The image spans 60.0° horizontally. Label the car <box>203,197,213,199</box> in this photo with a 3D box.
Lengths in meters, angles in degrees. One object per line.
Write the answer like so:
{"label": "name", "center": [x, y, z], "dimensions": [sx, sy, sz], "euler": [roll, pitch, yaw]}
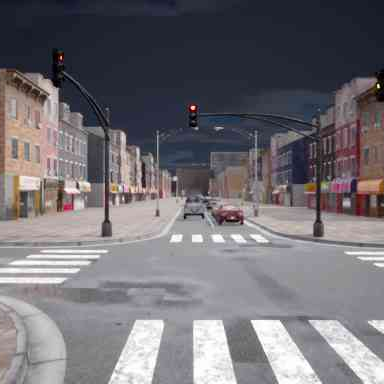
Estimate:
{"label": "car", "center": [2.696, 1.615, 41.146], "dimensions": [1.947, 1.339, 4.313], "euler": [0, 0, 0]}

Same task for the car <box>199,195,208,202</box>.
{"label": "car", "center": [2.752, 1.636, 80.904], "dimensions": [1.967, 1.590, 4.097], "euler": [0, 0, 0]}

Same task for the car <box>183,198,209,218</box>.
{"label": "car", "center": [0.174, 1.573, 30.158], "dimensions": [2.033, 1.411, 5.357], "euler": [0, 0, 0]}

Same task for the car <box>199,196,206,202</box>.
{"label": "car", "center": [2.760, 1.802, 86.583], "dimensions": [1.802, 1.307, 4.206], "euler": [0, 0, 0]}

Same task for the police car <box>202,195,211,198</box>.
{"label": "police car", "center": [3.097, 1.546, 62.387], "dimensions": [1.930, 1.638, 5.238], "euler": [0, 0, 0]}

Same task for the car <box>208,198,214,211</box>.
{"label": "car", "center": [2.681, 1.551, 29.957], "dimensions": [1.752, 1.417, 4.829], "euler": [0, 0, 0]}

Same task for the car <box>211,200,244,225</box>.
{"label": "car", "center": [2.673, 1.561, 24.107], "dimensions": [1.887, 1.381, 4.507], "euler": [0, 0, 0]}

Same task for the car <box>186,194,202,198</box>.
{"label": "car", "center": [0.139, 1.319, 55.518], "dimensions": [2.150, 2.045, 5.566], "euler": [0, 0, 1]}

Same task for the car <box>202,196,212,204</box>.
{"label": "car", "center": [3.122, 1.675, 69.277], "dimensions": [1.812, 1.442, 4.674], "euler": [0, 0, 0]}
